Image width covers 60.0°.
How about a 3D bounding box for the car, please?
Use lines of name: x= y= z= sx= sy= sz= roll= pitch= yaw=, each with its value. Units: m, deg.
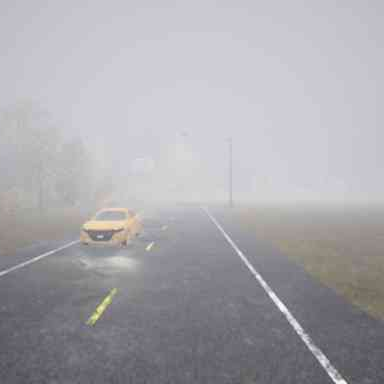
car: x=-3.592 y=1.478 z=15.550 sx=1.882 sy=1.535 sz=5.008 roll=0 pitch=0 yaw=0
